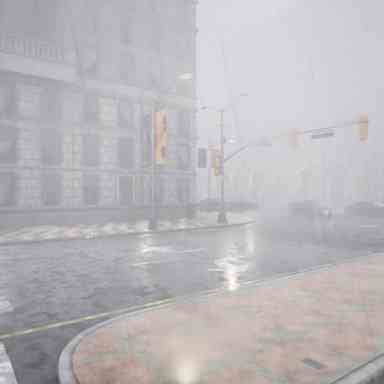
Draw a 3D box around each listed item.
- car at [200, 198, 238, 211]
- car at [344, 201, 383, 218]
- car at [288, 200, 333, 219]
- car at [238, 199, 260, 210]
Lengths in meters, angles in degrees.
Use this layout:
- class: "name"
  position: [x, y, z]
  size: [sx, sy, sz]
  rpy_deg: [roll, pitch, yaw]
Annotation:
- class: "car"
  position: [2.927, 1.491, 41.522]
  size: [2.128, 1.511, 4.902]
  rpy_deg: [0, 0, -36]
- class: "car"
  position: [15.926, 1.525, 29.472]
  size: [1.812, 1.442, 4.674]
  rpy_deg: [0, 0, -36]
- class: "car"
  position: [10.129, 1.491, 28.717]
  size: [2.128, 1.511, 4.902]
  rpy_deg: [0, 0, -12]
- class: "car"
  position: [6.460, 1.601, 42.604]
  size: [1.895, 1.301, 4.718]
  rpy_deg: [0, 0, -36]
